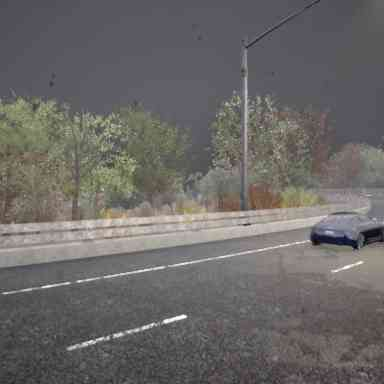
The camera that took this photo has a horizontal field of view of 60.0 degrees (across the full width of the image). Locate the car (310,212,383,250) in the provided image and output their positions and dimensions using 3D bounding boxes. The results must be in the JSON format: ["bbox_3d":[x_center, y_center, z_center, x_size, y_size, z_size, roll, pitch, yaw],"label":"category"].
[{"bbox_3d":[6.864,1.557,14.422,4.181,1.385,1.994,0,0,-43],"label":"car"}]
